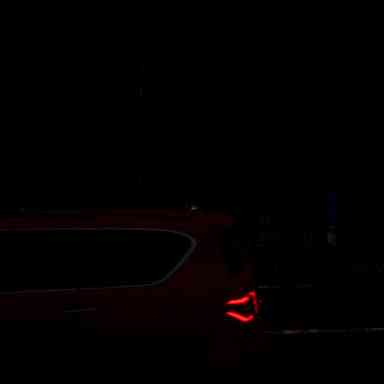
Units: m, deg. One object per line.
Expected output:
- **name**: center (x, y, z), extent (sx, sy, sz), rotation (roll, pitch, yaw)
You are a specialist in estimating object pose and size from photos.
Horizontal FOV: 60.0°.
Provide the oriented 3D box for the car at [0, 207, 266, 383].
- **car**: center (-2.013, 1.221, 3.706), extent (5.566, 2.045, 2.150), rotation (0, 0, -4)
